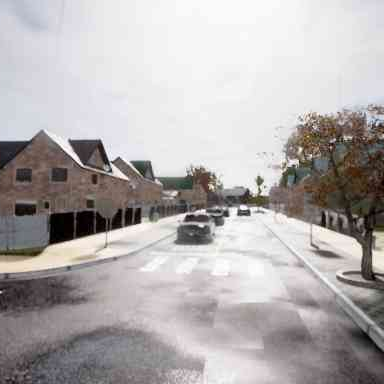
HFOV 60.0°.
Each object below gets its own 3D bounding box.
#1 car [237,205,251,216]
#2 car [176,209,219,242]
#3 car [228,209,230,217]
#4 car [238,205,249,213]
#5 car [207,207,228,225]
[{"bbox_3d":[7.689,2.818,49.481,1.994,1.385,4.181,0,-1,8],"label":"car"},{"bbox_3d":[0.324,1.984,19.611,1.837,1.490,4.892,0,-1,8],"label":"car"},{"bbox_3d":[4.222,2.736,45.960,1.895,1.301,4.718,0,-1,9],"label":"car"},{"bbox_3d":[9.500,3.155,61.824,1.994,1.385,4.181,0,-2,8],"label":"car"},{"bbox_3d":[2.034,2.238,31.246,1.882,1.535,5.008,0,-1,8],"label":"car"}]
